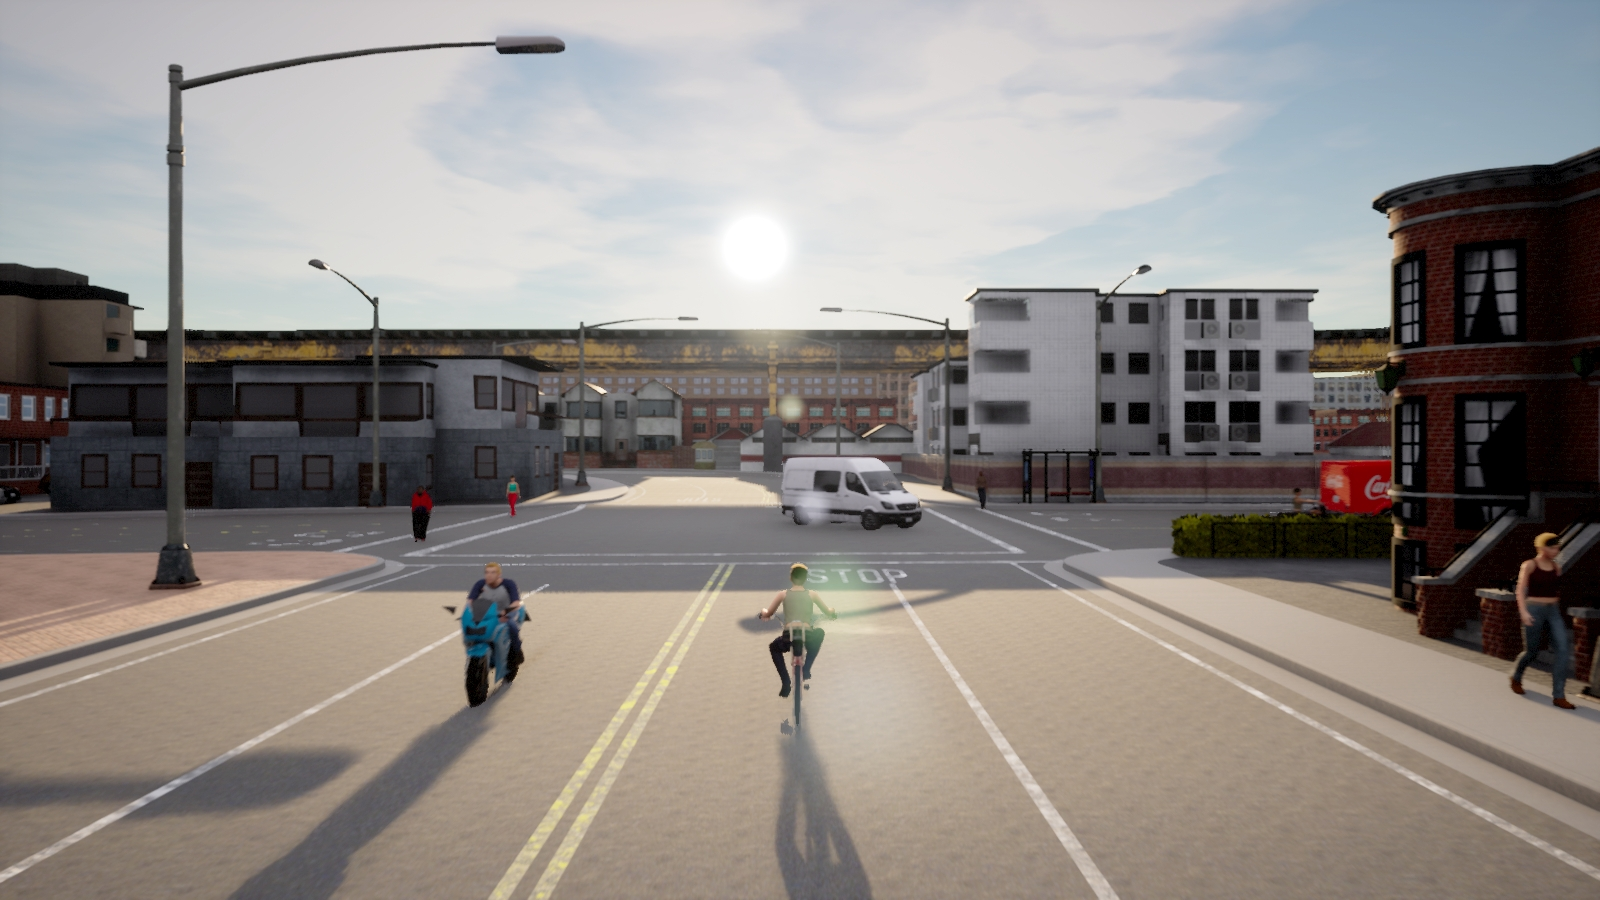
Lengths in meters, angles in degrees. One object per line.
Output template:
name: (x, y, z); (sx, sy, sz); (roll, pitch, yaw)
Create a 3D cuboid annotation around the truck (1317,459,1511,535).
truck: (20.801, 1.567, 38.945); (5.204, 2.467, 2.627); (0, 0, 1)

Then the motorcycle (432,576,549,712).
motorcycle: (-3.510, 2.173, 13.148); (0.803, 1.224, 2.033); (0, 0, 0)

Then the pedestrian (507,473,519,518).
pedestrian: (-11.895, 1.896, 47.337); (0.375, 1.860, 0.375); (0, 0, 0)

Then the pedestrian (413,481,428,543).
pedestrian: (-11.595, 1.893, 34.900); (0.375, 1.860, 0.375); (0, 0, -7)

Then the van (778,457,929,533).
van: (1.866, 1.552, 41.948); (1.988, 2.561, 5.915); (-1, 1, -41)

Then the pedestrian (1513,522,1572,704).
pedestrian: (7.791, 1.698, 11.991); (0.375, 1.860, 0.375); (0, 0, -1)

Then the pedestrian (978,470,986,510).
pedestrian: (8.476, 1.848, 53.146); (0.375, 1.860, 0.375); (0, 0, 11)

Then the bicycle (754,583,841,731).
bicycle: (-0.021, 2.145, 12.132); (0.859, 1.301, 1.487); (0, 0, 0)
